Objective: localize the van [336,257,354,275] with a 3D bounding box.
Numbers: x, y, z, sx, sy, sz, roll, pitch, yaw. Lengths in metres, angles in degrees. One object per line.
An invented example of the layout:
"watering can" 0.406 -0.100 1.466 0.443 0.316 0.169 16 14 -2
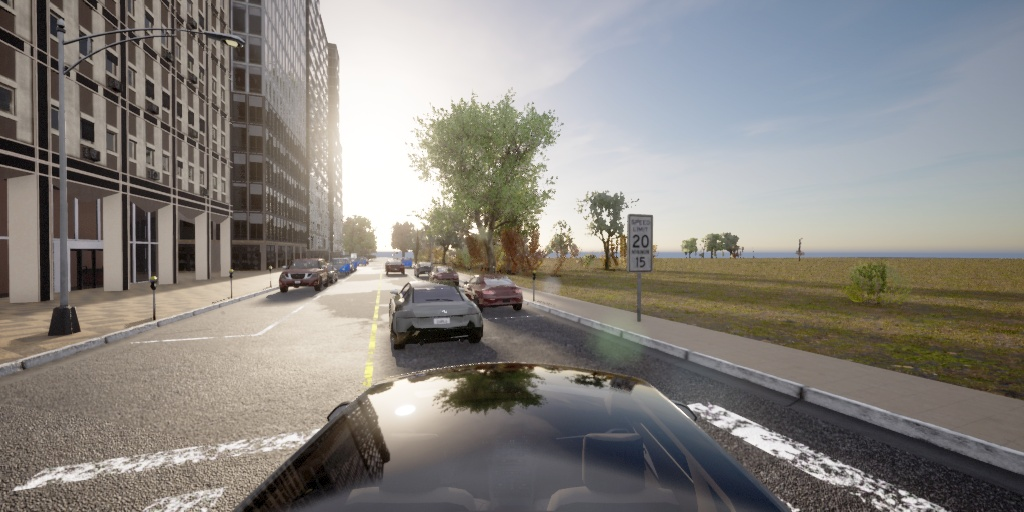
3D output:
"van" -17.716 1.078 37.050 1.690 1.789 3.998 0 0 -20

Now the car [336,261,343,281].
"car" -14.019 1.308 26.588 1.948 1.339 4.313 0 0 -20

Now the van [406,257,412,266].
"van" -17.819 1.059 60.705 1.690 1.789 3.998 0 0 -20

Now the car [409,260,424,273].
"car" -8.474 1.281 34.623 2.007 1.370 4.403 0 0 -20

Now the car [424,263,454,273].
"car" -4.650 1.317 24.222 1.802 1.307 4.207 0 0 -20

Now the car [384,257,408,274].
"car" -12.788 1.209 39.230 1.882 1.535 5.008 0 0 -19

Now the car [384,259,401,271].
"car" -16.308 1.218 48.914 2.128 1.511 4.902 0 0 -19

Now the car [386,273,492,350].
"car" -2.124 1.310 9.287 1.994 1.385 4.181 0 0 -20

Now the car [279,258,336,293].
"car" -12.192 1.060 21.351 2.192 1.841 5.009 0 0 -20

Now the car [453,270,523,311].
"car" -0.877 1.323 13.799 1.802 1.307 4.207 0 0 -20

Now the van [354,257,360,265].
"van" -21.458 1.074 47.495 1.690 1.789 3.998 0 0 -20

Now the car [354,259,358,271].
"car" -19.587 1.317 42.272 1.802 1.307 4.207 0 0 -20
